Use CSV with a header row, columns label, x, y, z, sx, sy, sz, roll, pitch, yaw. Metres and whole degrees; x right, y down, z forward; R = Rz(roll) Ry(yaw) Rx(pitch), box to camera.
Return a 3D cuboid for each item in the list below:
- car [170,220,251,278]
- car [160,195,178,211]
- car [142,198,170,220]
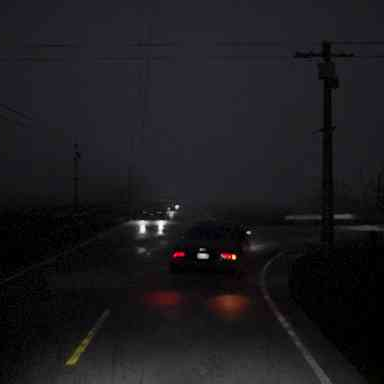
label,x,y,z,sx,sy,sz,roll,pitch,yaw
car,0.788,1.586,10.403,2.033,1.411,5.357,0,0,12
car,-3.405,1.386,44.649,2.150,2.045,5.566,0,0,0
car,-3.309,1.613,29.808,1.837,1.490,4.892,0,0,0
